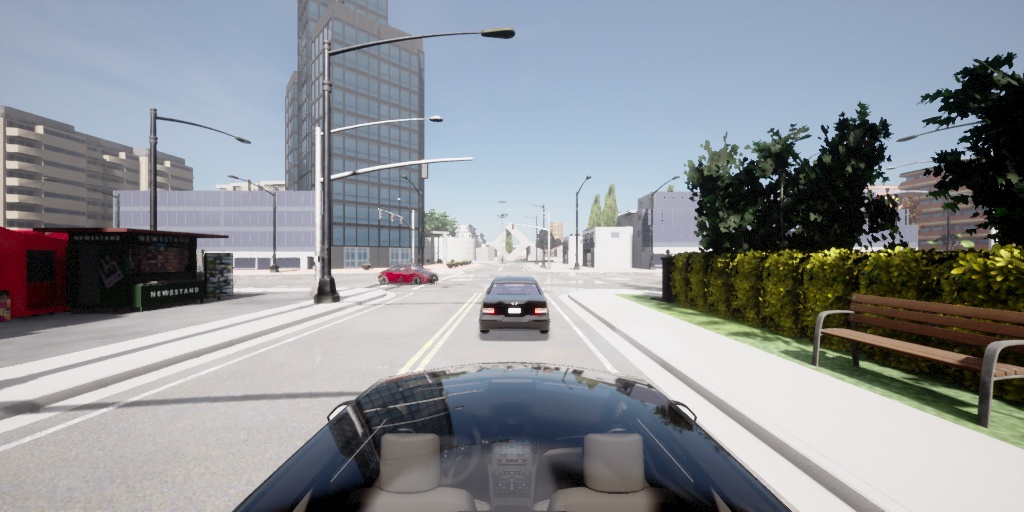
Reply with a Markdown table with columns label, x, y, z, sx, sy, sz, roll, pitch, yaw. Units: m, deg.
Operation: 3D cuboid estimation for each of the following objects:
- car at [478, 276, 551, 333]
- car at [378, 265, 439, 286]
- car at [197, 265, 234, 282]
| label | x | y | z | sx | sy | sz | roll | pitch | yaw |
| --- | --- | --- | --- | --- | --- | --- | --- | --- | --- |
| car | 0.069 | 1.297 | 10.718 | 2.033 | 1.411 | 5.357 | 0 | 0 | 0 |
| car | -7.312 | 1.348 | 25.461 | 4.181 | 1.385 | 1.994 | 0 | 0 | 16 |
| car | -23.026 | 1.422 | 26.077 | 4.902 | 1.511 | 2.128 | -1 | 0 | 0 |
